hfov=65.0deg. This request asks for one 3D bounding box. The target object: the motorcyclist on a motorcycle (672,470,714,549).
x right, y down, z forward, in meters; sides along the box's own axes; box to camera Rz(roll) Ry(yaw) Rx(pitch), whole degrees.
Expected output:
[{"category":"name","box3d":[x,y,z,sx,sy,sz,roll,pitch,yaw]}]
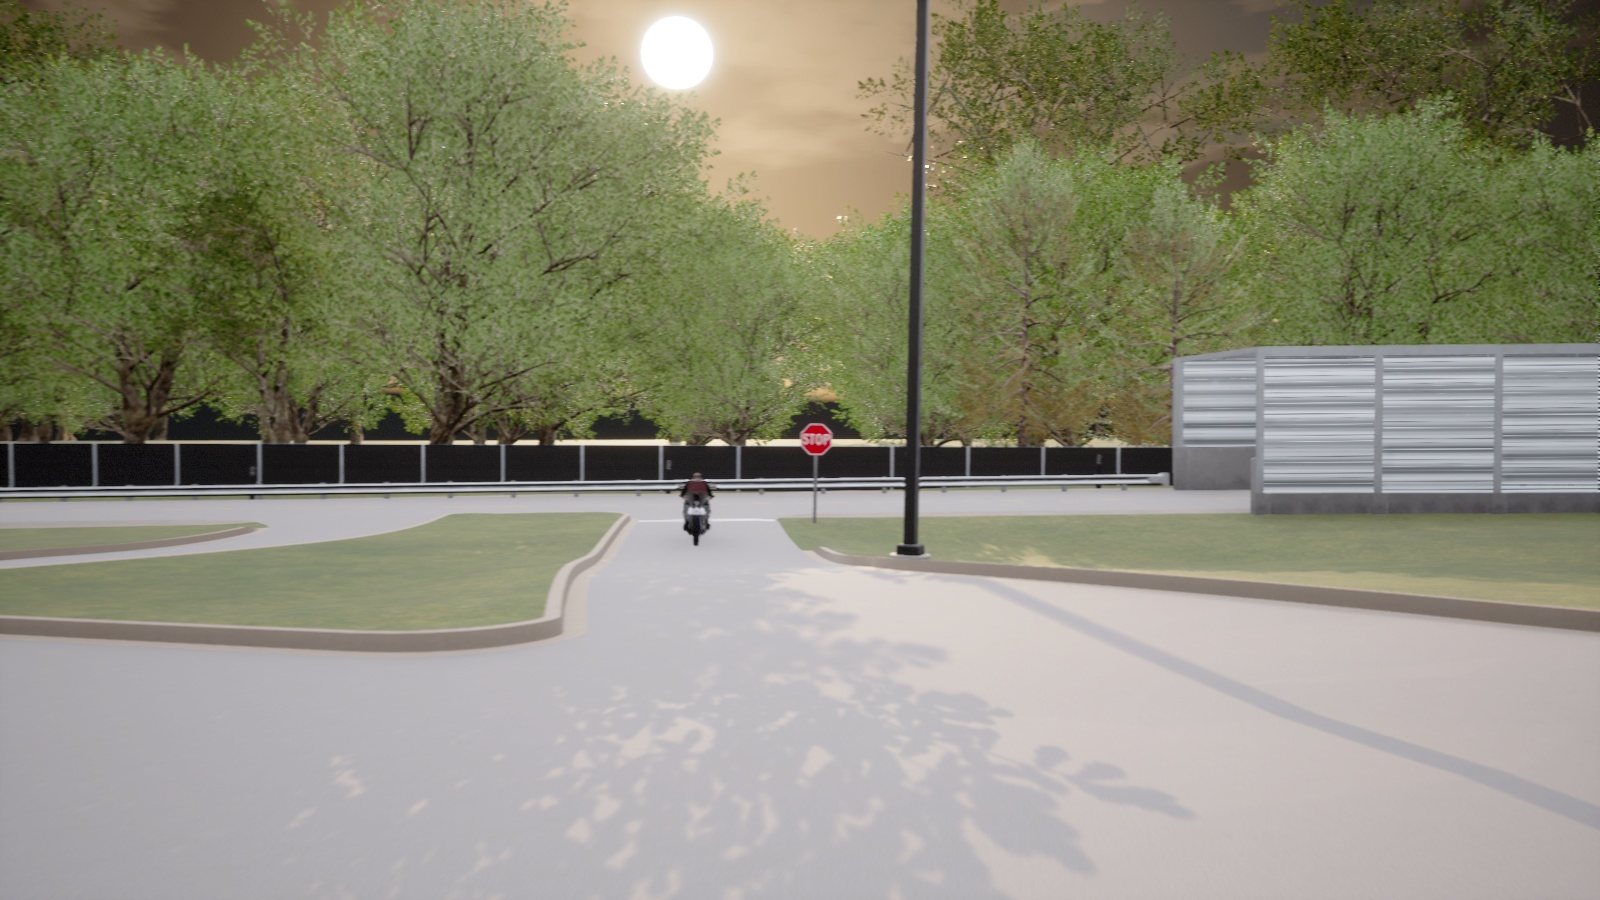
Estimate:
[{"category":"motorcyclist on a motorcycle","box3d":[-2.325,1.266,27.365,0.866,1.530,2.191,1,1,-5]}]
